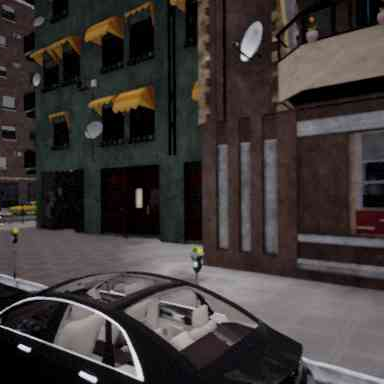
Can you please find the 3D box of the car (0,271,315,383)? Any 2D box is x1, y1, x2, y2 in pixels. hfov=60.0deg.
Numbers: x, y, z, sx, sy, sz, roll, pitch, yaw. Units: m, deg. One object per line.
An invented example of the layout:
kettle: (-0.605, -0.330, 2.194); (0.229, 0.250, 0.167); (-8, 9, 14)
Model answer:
car: (-1.012, 1.578, 3.595); (4.403, 1.369, 2.008); (-1, 0, 35)

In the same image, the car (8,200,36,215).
car: (-16.505, 1.573, 34.452); (1.752, 1.417, 4.829); (0, 1, 35)

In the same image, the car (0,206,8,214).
car: (-19.593, 1.672, 30.026); (2.008, 1.369, 4.403); (0, 1, 35)
